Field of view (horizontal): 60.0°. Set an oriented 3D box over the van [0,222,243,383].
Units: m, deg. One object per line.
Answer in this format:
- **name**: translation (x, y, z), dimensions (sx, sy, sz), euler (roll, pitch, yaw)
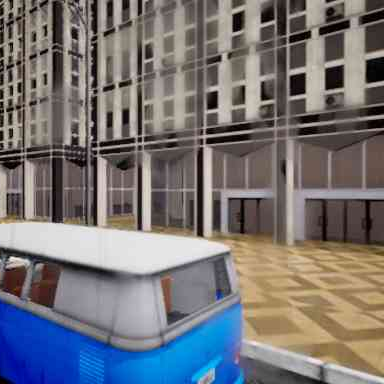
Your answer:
- **van**: translation (-1.386, 1.323, 3.868), dimensions (3.998, 1.788, 1.690), euler (0, 0, 36)
